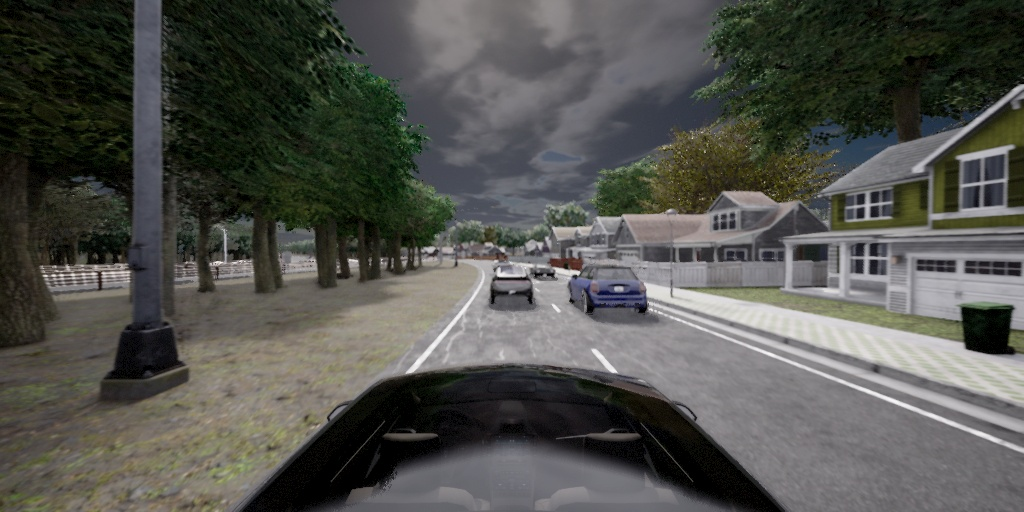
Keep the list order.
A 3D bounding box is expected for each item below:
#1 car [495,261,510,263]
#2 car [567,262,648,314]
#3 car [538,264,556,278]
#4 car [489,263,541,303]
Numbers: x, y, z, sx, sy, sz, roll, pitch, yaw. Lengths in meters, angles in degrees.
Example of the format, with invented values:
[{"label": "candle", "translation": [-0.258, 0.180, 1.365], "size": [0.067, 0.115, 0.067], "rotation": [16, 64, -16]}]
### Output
[{"label": "car", "translation": [-0.952, 1.252, 34.937], "size": [1.837, 1.490, 4.892], "rotation": [0, 0, -4]}, {"label": "car", "translation": [3.501, 1.112, 13.992], "size": [2.097, 1.767, 4.553], "rotation": [0, 0, -1]}, {"label": "car", "translation": [2.697, 1.348, 33.099], "size": [1.895, 1.301, 4.718], "rotation": [0, 0, -4]}, {"label": "car", "translation": [-0.057, 1.254, 16.767], "size": [2.128, 1.511, 4.902], "rotation": [0, 0, -1]}]
